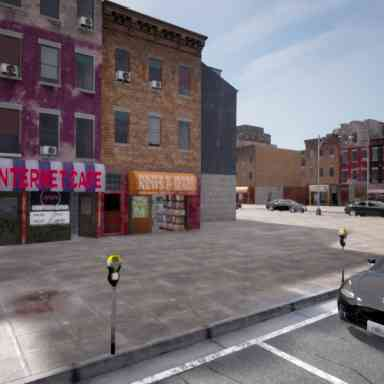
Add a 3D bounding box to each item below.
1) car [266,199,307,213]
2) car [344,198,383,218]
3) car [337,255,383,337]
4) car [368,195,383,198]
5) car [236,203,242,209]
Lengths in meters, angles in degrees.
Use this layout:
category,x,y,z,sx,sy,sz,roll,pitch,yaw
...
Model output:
category,x,y,z,sx,sy,sz,roll,pitch,yaw
car,10.359,1.545,36.706,2.128,1.511,4.902,1,0,-35
car,15.843,1.539,28.975,1.837,1.490,4.892,1,0,-35
car,4.409,1.567,5.943,4.313,1.339,1.947,0,0,-35
car,17.729,1.283,31.416,2.150,2.045,5.566,1,0,-35
car,4.360,1.622,45.151,2.033,1.411,5.357,1,0,-36
